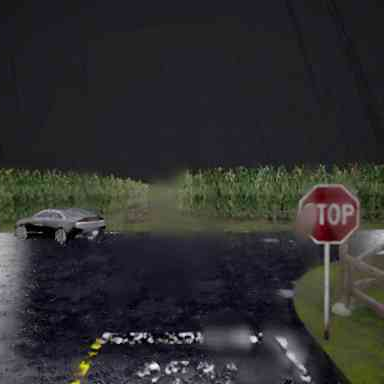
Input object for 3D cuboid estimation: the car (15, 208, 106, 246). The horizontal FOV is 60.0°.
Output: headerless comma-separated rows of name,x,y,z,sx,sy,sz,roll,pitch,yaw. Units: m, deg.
car,-6.124,1.490,15.253,4.902,1.511,2.128,0,0,32
